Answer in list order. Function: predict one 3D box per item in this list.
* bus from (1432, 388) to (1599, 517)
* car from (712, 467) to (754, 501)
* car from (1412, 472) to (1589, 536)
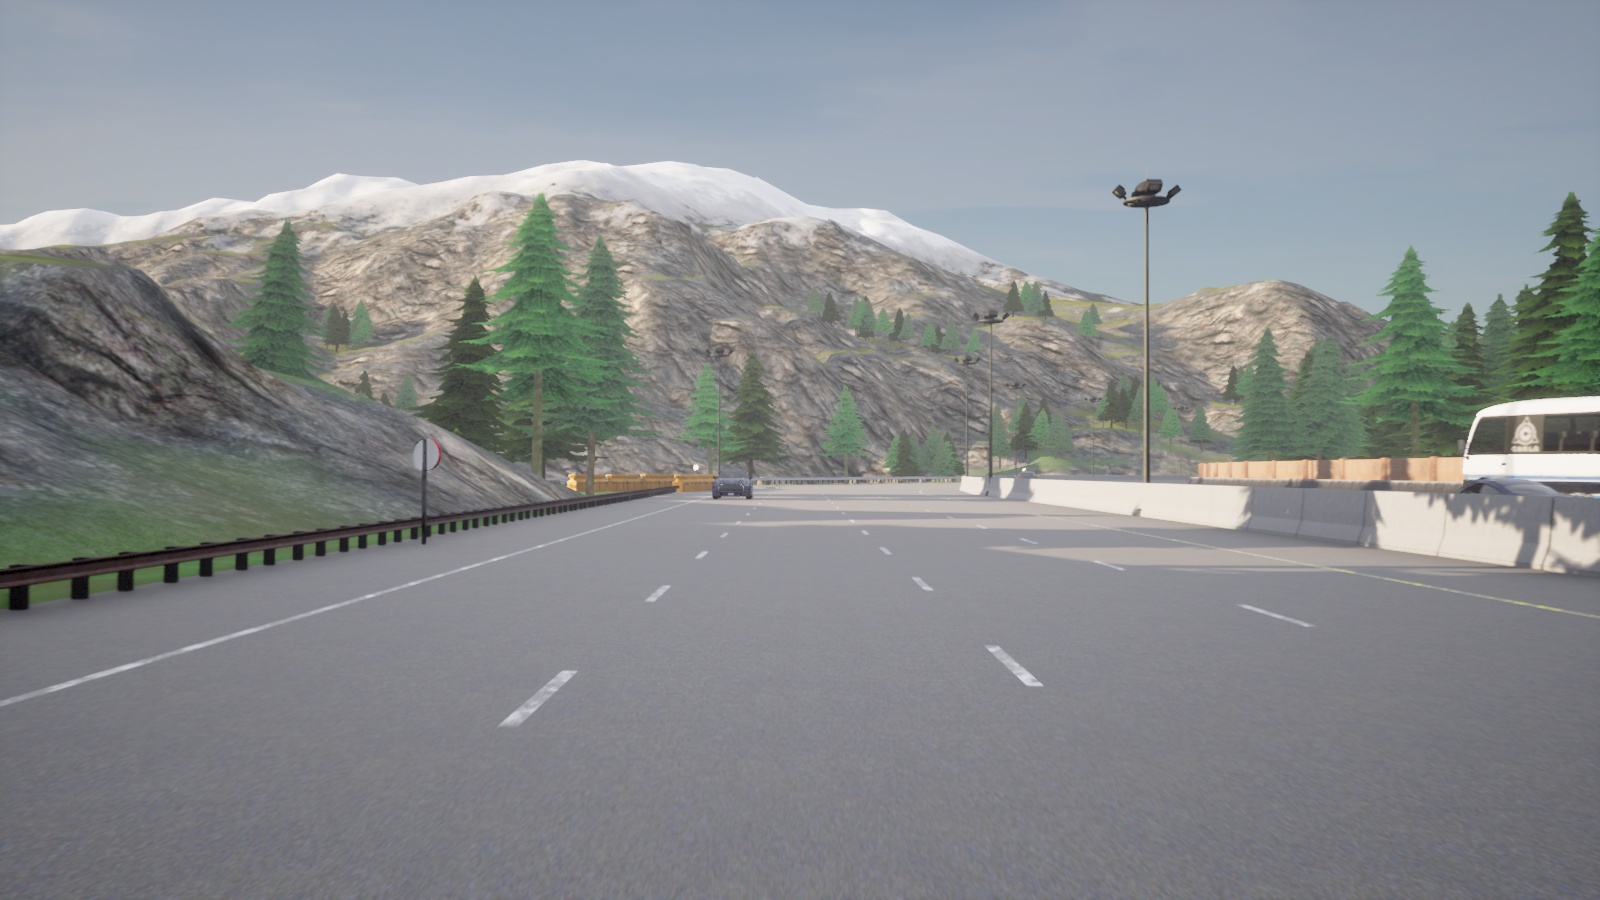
[{"bbox_3d":[27.590,0.060,43.754,3.944,4.253,10.273,-1,0,-16],"label":"bus"},{"bbox_3d":[-3.668,1.847,69.233,2.097,1.767,4.553,0,-1,0],"label":"car"},{"bbox_3d":[17.424,1.298,31.521,1.812,1.442,4.674,0,-1,0],"label":"car"}]
